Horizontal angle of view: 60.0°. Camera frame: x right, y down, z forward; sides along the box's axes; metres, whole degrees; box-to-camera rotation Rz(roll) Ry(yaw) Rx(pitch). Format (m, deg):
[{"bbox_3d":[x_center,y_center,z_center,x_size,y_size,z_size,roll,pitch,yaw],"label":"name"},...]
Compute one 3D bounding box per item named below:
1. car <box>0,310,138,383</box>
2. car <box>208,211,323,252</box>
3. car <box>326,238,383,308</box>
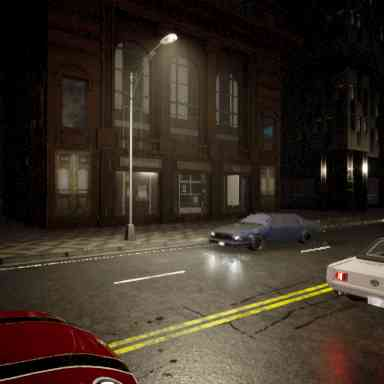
[{"bbox_3d":[-2.451,1.352,1.691,4.553,1.767,2.097,0,0,-36],"label":"car"},{"bbox_3d":[3.278,1.541,14.012,5.357,1.411,2.033,0,0,-35],"label":"car"},{"bbox_3d":[4.984,1.597,6.992,4.718,1.301,1.895,0,0,-35],"label":"car"}]
